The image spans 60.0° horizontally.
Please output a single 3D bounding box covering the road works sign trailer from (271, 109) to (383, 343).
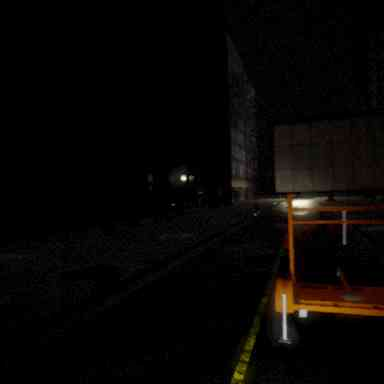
[{"bbox_3d":[2.715,0.405,5.975,2.380,3.560,2.880,-2,0,18],"label":"road works sign trailer"}]
